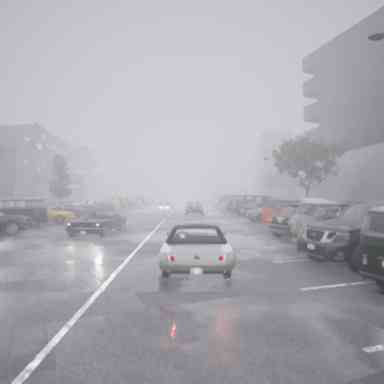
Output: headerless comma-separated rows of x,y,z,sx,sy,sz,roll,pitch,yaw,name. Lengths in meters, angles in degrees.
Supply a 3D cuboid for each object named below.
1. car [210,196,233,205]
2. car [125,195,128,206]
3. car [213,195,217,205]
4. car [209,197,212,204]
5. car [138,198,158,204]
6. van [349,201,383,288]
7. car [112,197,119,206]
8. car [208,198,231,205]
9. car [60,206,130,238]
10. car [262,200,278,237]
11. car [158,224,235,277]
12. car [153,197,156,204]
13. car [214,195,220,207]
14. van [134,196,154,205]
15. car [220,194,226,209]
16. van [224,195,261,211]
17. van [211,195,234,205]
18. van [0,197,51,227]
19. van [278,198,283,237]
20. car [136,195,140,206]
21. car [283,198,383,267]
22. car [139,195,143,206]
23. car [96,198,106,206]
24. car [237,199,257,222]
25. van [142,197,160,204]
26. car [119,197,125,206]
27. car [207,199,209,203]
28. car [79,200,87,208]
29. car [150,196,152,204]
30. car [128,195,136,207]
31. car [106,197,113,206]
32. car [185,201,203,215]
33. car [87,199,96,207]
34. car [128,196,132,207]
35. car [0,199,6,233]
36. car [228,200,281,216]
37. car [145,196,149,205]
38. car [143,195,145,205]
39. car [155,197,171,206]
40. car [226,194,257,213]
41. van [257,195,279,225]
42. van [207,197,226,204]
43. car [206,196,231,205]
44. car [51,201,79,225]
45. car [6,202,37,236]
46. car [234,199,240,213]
6.484,1.917,73.562,4.553,1.767,2.185,1,-2,-20,car
-11.302,1.492,44.004,4.553,1.767,2.185,-1,0,-20,car
6.496,1.410,49.643,5.566,2.045,2.435,1,-1,-20,car
6.295,1.750,58.541,5.366,1.575,1.946,1,-1,-20,car
-11.227,2.417,85.068,4.674,1.452,2.002,0,-2,-20,car
6.158,1.298,7.638,4.442,1.987,1.878,1,0,-19,van
-11.300,1.597,38.124,4.892,1.521,2.231,-1,0,-20,car
6.577,2.231,79.561,4.792,1.488,2.163,1,-2,-20,car
-5.100,1.658,18.247,1.895,1.301,4.718,0,0,5,car
6.213,1.422,16.588,4.553,1.767,2.185,1,0,-19,car
0.128,1.632,10.267,1.895,1.301,4.718,0,0,0,car
-11.291,2.116,76.264,5.008,1.535,2.097,0,-2,-20,car
6.299,1.636,46.572,5.366,1.575,1.946,1,0,-20,car
-11.378,1.972,79.164,4.442,1.987,1.878,0,-1,-20,van
6.530,1.358,37.662,5.566,2.045,2.435,1,0,-20,car
6.594,1.403,43.685,4.442,1.987,1.878,1,-1,-20,van
6.394,1.744,70.533,4.442,1.987,1.878,1,-1,-20,van
-11.296,1.314,20.470,4.442,1.987,1.878,-1,0,-20,van
6.071,1.312,13.553,4.442,1.987,1.878,1,0,-19,van
-11.340,1.681,52.800,5.008,1.535,2.097,-1,0,-20,car
6.088,1.279,10.582,5.566,2.045,2.435,1,0,-19,car
-11.353,1.716,55.731,5.008,1.535,2.097,-1,-1,-20,car
-11.284,1.577,32.257,5.008,1.535,2.097,-1,0,-20,car
6.418,1.575,25.607,4.892,1.521,2.231,1,0,-19,car
-11.284,2.370,90.889,4.442,1.987,1.878,0,-2,-19,van
-11.315,1.606,41.061,5.008,1.535,2.097,-1,0,-20,car
6.315,1.904,67.513,5.366,1.575,1.946,1,-1,-20,car
-11.242,1.558,26.384,5.008,1.535,2.097,-1,0,-20,car
-11.320,1.910,67.467,4.892,1.521,2.231,0,-1,-20,car
-11.315,1.529,49.870,4.553,1.767,2.185,-1,0,-20,car
-11.288,1.588,35.191,4.892,1.521,2.231,-1,0,-20,car
0.210,1.654,35.337,2.033,1.411,5.357,0,0,0,car
-11.228,1.597,29.330,4.792,1.488,2.163,-1,0,-20,car
-11.343,1.673,46.936,4.674,1.452,2.002,-1,-1,-20,car
-11.093,1.393,14.626,4.553,1.767,2.185,-1,0,-21,car
6.496,1.601,34.646,4.892,1.521,2.231,1,0,-20,car
-11.372,1.550,61.588,5.566,2.045,2.435,-1,-1,-20,car
-11.520,1.752,58.604,5.366,1.575,1.946,-1,-1,-20,car
-4.965,1.804,61.197,2.128,1.511,4.902,0,-1,1,car
6.510,1.340,31.643,5.566,2.045,2.435,1,0,-20,car
6.416,1.332,19.641,4.442,1.987,1.878,1,0,-19,van
6.511,2.260,88.491,4.442,1.987,1.878,1,-3,-19,van
6.553,2.038,82.531,5.566,2.045,2.435,1,-2,-20,car
-11.035,1.543,23.513,5.366,1.575,1.946,-1,0,-20,car
-11.160,1.529,17.569,5.008,1.535,2.097,-1,0,-21,car
6.475,1.613,28.627,4.792,1.488,2.163,1,0,-19,car
